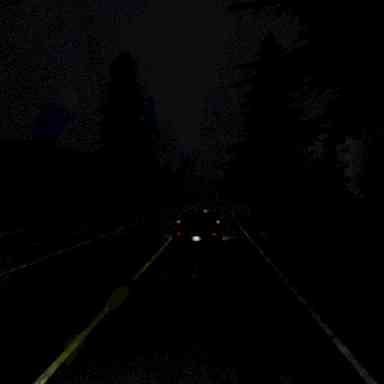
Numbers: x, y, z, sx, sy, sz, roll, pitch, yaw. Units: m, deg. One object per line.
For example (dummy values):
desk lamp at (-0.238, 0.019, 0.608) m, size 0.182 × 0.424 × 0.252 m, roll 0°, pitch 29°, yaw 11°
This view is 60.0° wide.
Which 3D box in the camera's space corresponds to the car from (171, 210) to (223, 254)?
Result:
car at (0.257, 1.694, 14.153) m, size 1.994 × 1.385 × 4.181 m, roll 0°, pitch 0°, yaw 3°

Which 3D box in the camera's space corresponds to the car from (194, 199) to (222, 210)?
car at (1.287, 1.613, 28.849) m, size 2.097 × 1.767 × 4.553 m, roll 0°, pitch -1°, yaw 6°
